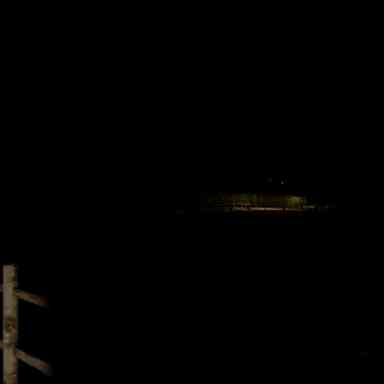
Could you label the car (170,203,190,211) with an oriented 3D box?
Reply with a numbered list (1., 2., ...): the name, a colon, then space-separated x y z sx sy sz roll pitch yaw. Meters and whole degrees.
1. car: -2.244 2.674 59.447 1.994 1.385 4.181 1 -1 36
